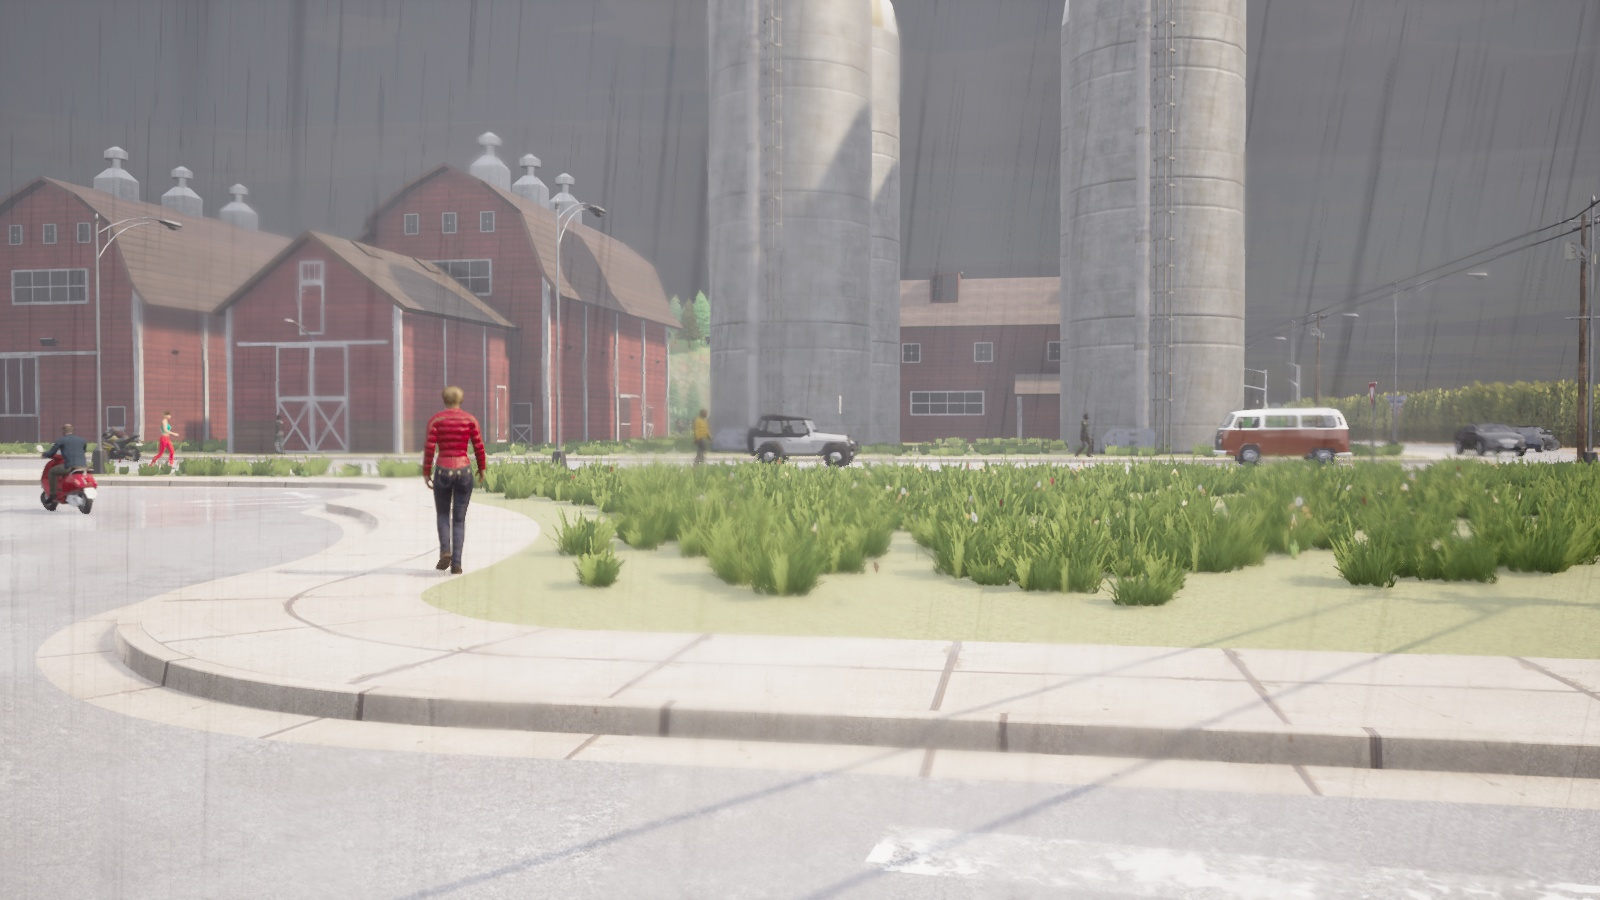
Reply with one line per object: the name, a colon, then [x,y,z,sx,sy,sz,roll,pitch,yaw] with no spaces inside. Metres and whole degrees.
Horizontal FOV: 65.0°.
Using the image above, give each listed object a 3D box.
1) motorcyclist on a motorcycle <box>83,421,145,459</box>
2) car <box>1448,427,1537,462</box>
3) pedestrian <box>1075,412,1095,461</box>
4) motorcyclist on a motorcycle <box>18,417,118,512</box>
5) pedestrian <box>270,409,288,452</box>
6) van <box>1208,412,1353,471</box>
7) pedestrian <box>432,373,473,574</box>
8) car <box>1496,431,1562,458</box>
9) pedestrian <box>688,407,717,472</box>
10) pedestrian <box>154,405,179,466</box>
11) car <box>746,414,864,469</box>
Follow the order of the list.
motorcyclist on a motorcycle: [-28.667,-0.422,52.494,2.191,1.530,0.866,1,1,10]
car: [31.318,-0.273,56.949,2.128,1.511,4.902,1,1,11]
pedestrian: [11.239,-0.523,49.527,0.692,1.930,0.395,0,1,2]
motorcyclist on a motorcycle: [-13.024,0.230,22.325,1.817,1.590,0.866,2,2,36]
pedestrian: [-23.871,-0.890,57.497,0.666,1.930,0.402,1,1,21]
van: [17.040,-0.320,44.716,4.480,2.038,2.069,1,1,10]
pedestrian: [-3.286,0.210,11.852,0.331,1.846,0.636,0,1,-19]
car: [37.840,-0.308,65.135,1.994,1.385,4.181,1,2,44]
pedestrian: [-2.752,-0.296,35.489,0.726,1.835,0.370,1,1,21]
pedestrian: [-19.164,-0.439,38.006,0.594,1.836,0.345,0,1,-10]
car: [0.193,-0.324,44.032,3.866,1.878,1.905,1,1,10]
